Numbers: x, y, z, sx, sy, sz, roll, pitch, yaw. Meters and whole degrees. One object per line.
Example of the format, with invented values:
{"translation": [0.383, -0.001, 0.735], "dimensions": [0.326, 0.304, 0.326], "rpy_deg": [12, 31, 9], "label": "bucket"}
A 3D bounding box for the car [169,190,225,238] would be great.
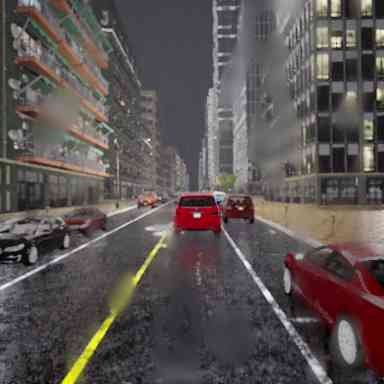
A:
{"translation": [0.275, 1.057, 16.888], "dimensions": [2.150, 2.045, 5.566], "rpy_deg": [-1, 1, 1], "label": "car"}

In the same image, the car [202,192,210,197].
{"translation": [3.669, 0.634, 85.154], "dimensions": [1.887, 1.381, 4.507], "rpy_deg": [1, 1, 1], "label": "car"}

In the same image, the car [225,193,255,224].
{"translation": [2.972, 1.065, 22.483], "dimensions": [2.192, 1.841, 5.009], "rpy_deg": [1, 1, 1], "label": "car"}

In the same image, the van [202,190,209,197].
{"translation": [3.738, 0.368, 90.849], "dimensions": [1.690, 1.788, 3.998], "rpy_deg": [1, 1, 1], "label": "van"}

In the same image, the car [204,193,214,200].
{"translation": [3.469, 0.842, 68.063], "dimensions": [1.947, 1.339, 4.313], "rpy_deg": [1, 1, 1], "label": "car"}

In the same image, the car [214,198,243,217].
{"translation": [3.036, 1.244, 28.182], "dimensions": [2.008, 1.369, 4.403], "rpy_deg": [1, 1, 1], "label": "car"}

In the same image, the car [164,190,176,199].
{"translation": [-4.806, 0.614, 73.981], "dimensions": [2.192, 1.841, 5.009], "rpy_deg": [1, 1, 1], "label": "car"}

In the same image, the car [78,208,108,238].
{"translation": [-5.475, 1.475, 17.003], "dimensions": [1.802, 1.307, 4.206], "rpy_deg": [1, 1, 1], "label": "car"}

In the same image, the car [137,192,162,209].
{"translation": [-5.206, 0.977, 39.795], "dimensions": [2.192, 1.841, 5.009], "rpy_deg": [1, 1, 1], "label": "car"}

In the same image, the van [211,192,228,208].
{"translation": [3.181, 0.918, 39.575], "dimensions": [1.690, 1.788, 3.998], "rpy_deg": [1, 1, 1], "label": "van"}

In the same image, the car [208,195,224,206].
{"translation": [3.212, 1.084, 45.274], "dimensions": [1.947, 1.339, 4.313], "rpy_deg": [1, 1, 1], "label": "car"}

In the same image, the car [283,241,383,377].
{"translation": [2.770, 1.464, 5.392], "dimensions": [1.887, 1.381, 4.507], "rpy_deg": [1, 1, 1], "label": "car"}

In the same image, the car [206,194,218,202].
{"translation": [3.336, 0.981, 56.669], "dimensions": [1.802, 1.307, 4.206], "rpy_deg": [1, 1, 1], "label": "car"}

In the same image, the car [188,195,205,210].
{"translation": [0.532, 1.128, 37.670], "dimensions": [1.837, 1.490, 4.892], "rpy_deg": [-1, 0, 1], "label": "car"}

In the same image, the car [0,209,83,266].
{"translation": [-5.542, 1.500, 11.306], "dimensions": [2.008, 1.369, 4.403], "rpy_deg": [1, 1, 1], "label": "car"}

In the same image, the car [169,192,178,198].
{"translation": [-4.676, 0.740, 85.378], "dimensions": [1.947, 1.339, 4.313], "rpy_deg": [1, 1, 1], "label": "car"}

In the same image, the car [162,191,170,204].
{"translation": [-5.073, 0.858, 51.189], "dimensions": [2.192, 1.841, 5.009], "rpy_deg": [1, 1, 1], "label": "car"}
